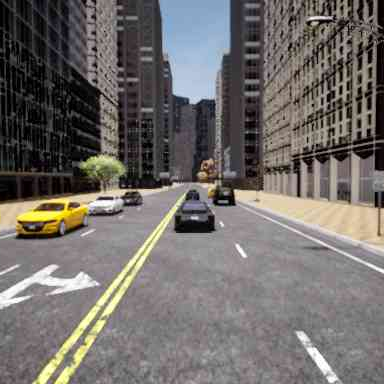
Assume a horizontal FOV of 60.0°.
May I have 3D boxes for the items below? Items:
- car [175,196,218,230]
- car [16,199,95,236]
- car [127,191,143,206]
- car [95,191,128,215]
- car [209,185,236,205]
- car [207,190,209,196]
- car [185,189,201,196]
[{"bbox_3d":[0.128,1.137,17.551,1.994,1.385,4.181,0,1,0],"label":"car"},{"bbox_3d":[-6.558,1.119,16.155,1.882,1.535,5.008,0,1,0],"label":"car"},{"bbox_3d":[-6.439,0.639,35.798,1.837,1.490,4.892,0,1,0],"label":"car"},{"bbox_3d":[-6.487,0.923,25.601,1.812,1.442,4.674,0,1,1],"label":"car"},{"bbox_3d":[3.414,0.290,36.179,2.150,2.045,5.566,0,0,0],"label":"car"},{"bbox_3d":[3.432,0.140,52.019,1.882,1.535,5.008,0,2,0],"label":"car"},{"bbox_3d":[0.116,0.434,42.470,1.837,1.490,4.892,0,2,1],"label":"car"}]
